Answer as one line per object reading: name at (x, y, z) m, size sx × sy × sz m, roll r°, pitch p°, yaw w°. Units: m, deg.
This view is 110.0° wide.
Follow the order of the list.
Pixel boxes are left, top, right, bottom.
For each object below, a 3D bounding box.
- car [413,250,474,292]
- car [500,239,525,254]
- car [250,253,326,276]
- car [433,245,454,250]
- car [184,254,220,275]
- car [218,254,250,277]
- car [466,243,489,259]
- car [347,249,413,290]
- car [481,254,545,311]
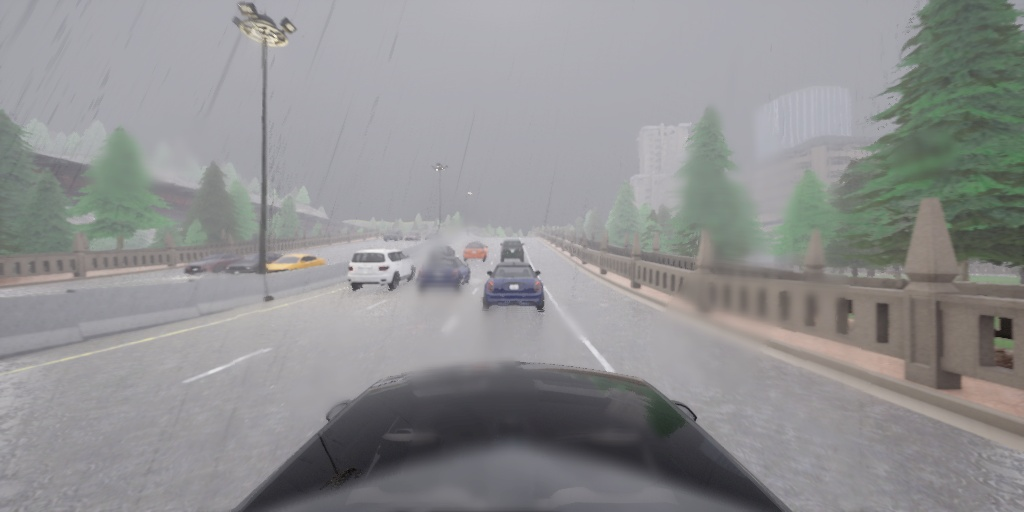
car at (-3.430, 0.782, 18.919) m, size 2.097 × 1.767 × 4.553 m, roll 0°, pitch 3°, yaw 0°
car at (0.044, -0.616, 34.568) m, size 2.150 × 2.045 × 5.566 m, roll 0°, pitch 6°, yaw 0°
car at (-14.134, 0.642, 23.365) m, size 1.882 × 1.535 × 5.008 m, roll 0°, pitch 4°, yaw 0°
car at (-6.959, -0.430, 36.139) m, size 1.994 × 1.385 × 4.181 m, roll 0°, pitch 6°, yaw 0°
car at (-21.137, 0.544, 25.901) m, size 1.994 × 1.385 × 4.181 m, roll 0°, pitch 5°, yaw 0°
car at (-17.638, 0.545, 25.659) m, size 2.033 × 1.411 × 5.357 m, roll 0°, pitch 4°, yaw 0°
car at (-3.458, -0.560, 35.313) m, size 2.097 × 1.767 × 4.553 m, roll 0°, pitch 6°, yaw 0°
car at (-6.929, 0.616, 19.622) m, size 2.150 × 2.045 × 5.566 m, roll 0°, pitch 3°, yaw 0°
car at (0.073, 0.987, 14.035) m, size 2.097 × 1.767 × 4.553 m, roll 0°, pitch 2°, yaw 0°
